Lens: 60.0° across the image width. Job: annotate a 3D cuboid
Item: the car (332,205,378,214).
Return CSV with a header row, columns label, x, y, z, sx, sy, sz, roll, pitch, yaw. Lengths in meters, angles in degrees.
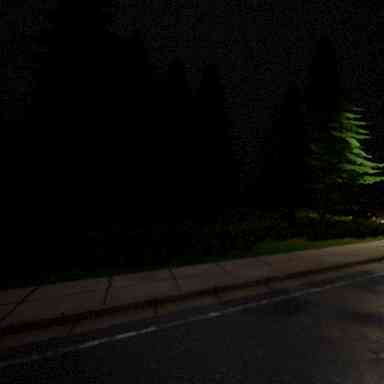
label,x,y,z,sx,sy,sz,roll,pitch,yaw
car,15.204,1.937,32.469,2.033,1.411,5.357,1,0,-33
